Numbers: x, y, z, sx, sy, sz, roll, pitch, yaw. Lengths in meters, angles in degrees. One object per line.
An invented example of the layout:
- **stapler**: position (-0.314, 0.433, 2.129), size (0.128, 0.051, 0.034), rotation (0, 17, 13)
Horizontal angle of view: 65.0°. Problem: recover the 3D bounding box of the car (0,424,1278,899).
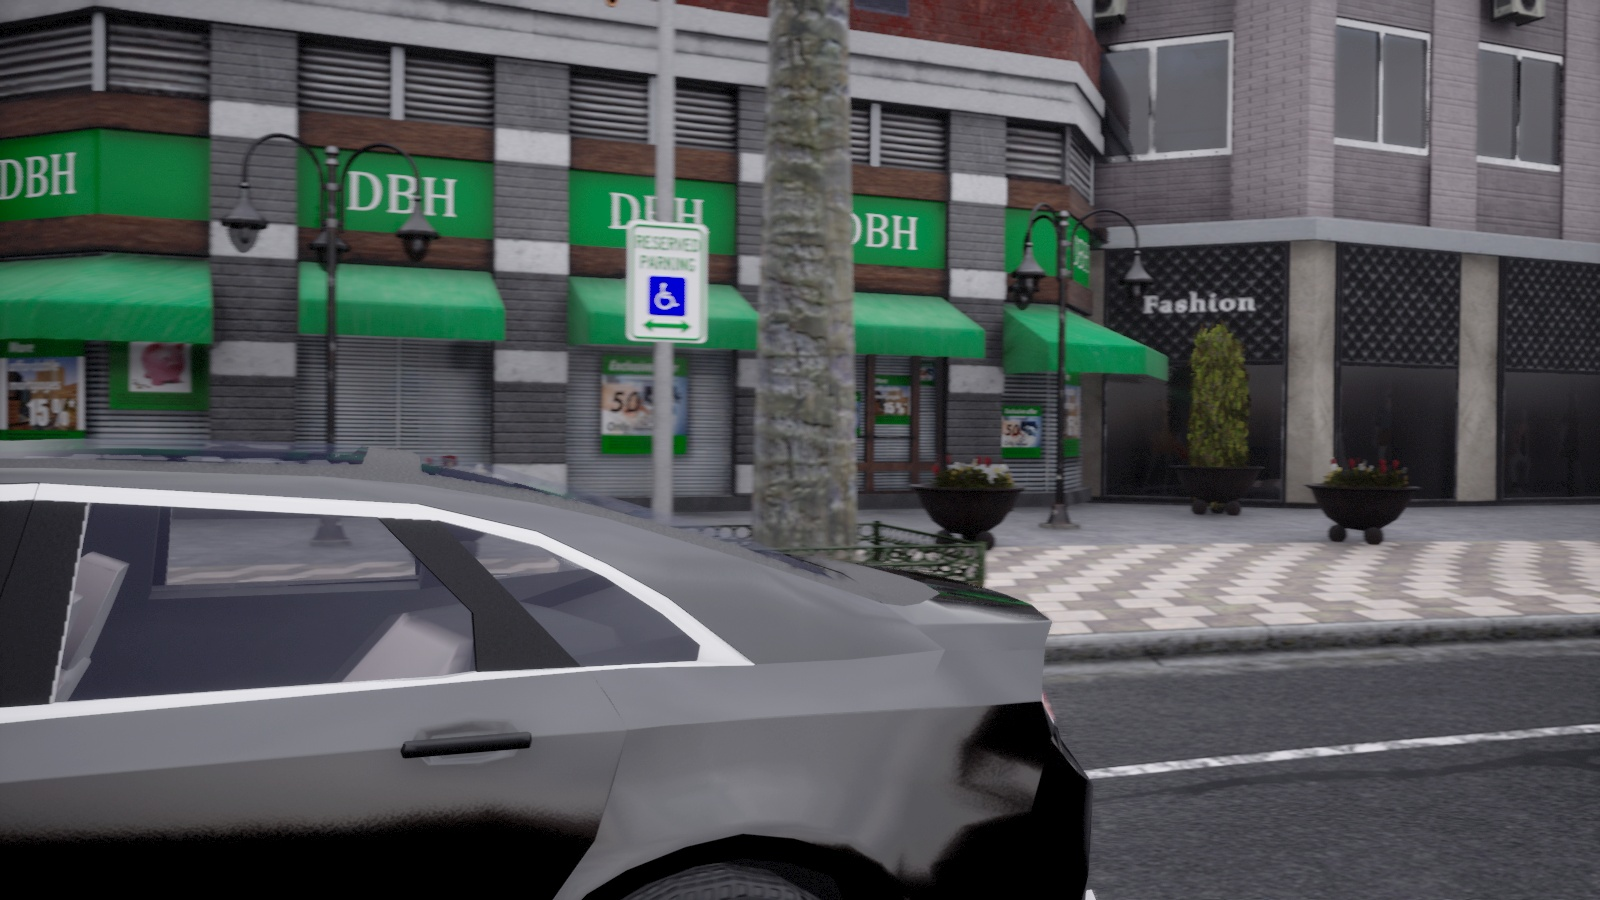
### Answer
- **car**: position (-1.731, 0.731, 2.585), size (4.902, 1.511, 2.128), rotation (-1, 1, -21)
